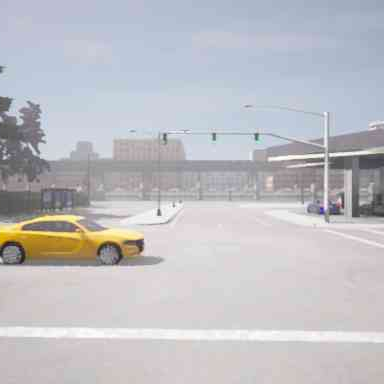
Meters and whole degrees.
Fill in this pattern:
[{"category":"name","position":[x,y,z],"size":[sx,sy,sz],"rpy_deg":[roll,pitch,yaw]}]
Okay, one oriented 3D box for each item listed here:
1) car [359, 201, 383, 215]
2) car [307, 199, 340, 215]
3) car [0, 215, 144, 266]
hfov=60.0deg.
[{"category":"car","position":[19.424,1.681,35.452],"size":[1.970,1.475,3.806],"rpy_deg":[0,0,1]},{"category":"car","position":[13.669,1.513,34.767],"size":[2.242,1.667,4.611],"rpy_deg":[0,0,1]},{"category":"car","position":[-4.131,1.548,11.253],"size":[5.008,1.535,1.882],"rpy_deg":[0,0,2]}]
